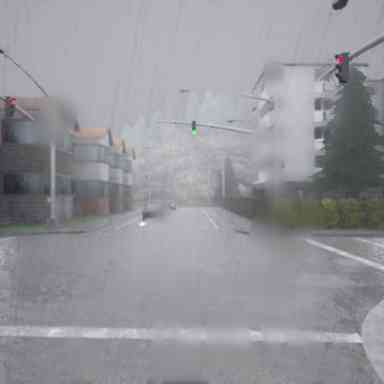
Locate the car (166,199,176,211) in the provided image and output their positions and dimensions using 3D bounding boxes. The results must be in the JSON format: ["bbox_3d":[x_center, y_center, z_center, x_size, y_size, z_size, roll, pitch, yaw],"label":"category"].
[{"bbox_3d":[-3.499,1.901,49.922,2.097,1.767,4.553,0,-1,1],"label":"car"}]

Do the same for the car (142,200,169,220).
[{"bbox_3d":[-3.572,1.831,31.984,1.882,1.535,5.008,0,-1,0],"label":"car"}]
